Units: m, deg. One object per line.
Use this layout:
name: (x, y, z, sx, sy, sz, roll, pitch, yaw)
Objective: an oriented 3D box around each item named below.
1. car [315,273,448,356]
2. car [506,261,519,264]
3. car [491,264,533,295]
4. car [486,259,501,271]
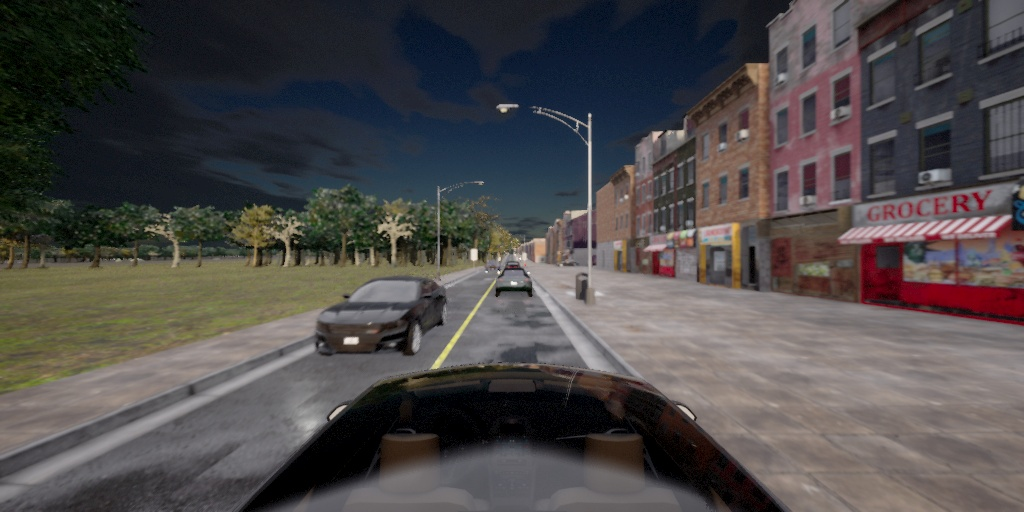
car: (-2.851, 1.234, 8.861, 1.882, 1.535, 5.008, 0, 0, 0)
car: (0.102, 1.334, 39.459, 1.837, 1.490, 4.892, 0, 0, 0)
car: (0.100, 1.344, 19.913, 1.994, 1.385, 4.181, 0, 0, 0)
car: (-2.749, 1.306, 53.177, 2.097, 1.767, 4.553, 0, -1, 0)
